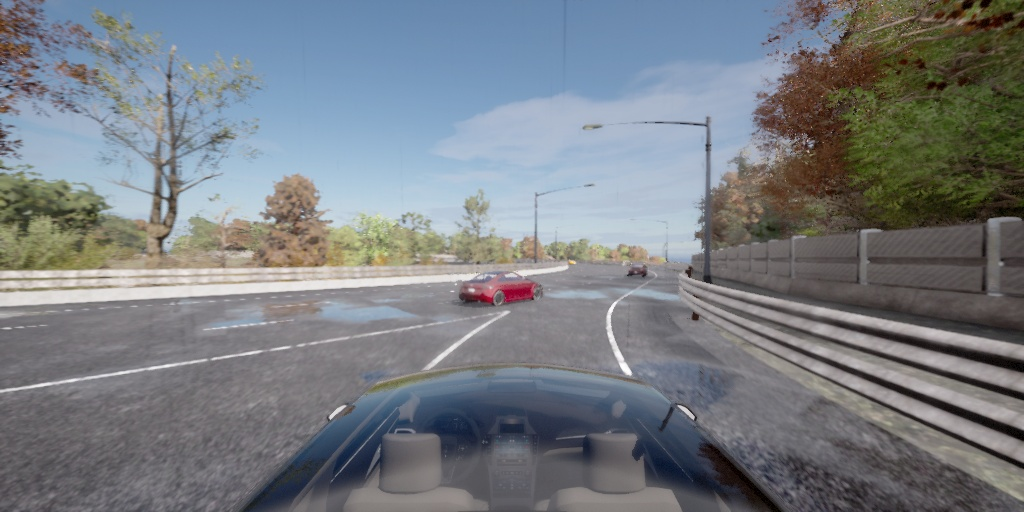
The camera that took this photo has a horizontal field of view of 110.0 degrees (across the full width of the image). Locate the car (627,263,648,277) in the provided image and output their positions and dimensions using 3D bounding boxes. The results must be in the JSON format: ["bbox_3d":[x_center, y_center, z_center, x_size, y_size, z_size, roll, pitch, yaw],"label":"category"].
[{"bbox_3d":[14.179,1.562,40.462,1.812,1.442,4.674,1,0,24],"label":"car"}]

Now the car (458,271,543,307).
[{"bbox_3d":[-0.397,1.355,15.897,1.994,1.385,4.181,1,0,38],"label":"car"}]
